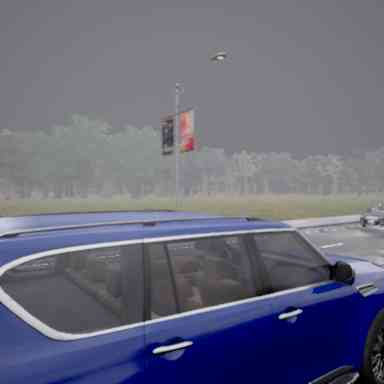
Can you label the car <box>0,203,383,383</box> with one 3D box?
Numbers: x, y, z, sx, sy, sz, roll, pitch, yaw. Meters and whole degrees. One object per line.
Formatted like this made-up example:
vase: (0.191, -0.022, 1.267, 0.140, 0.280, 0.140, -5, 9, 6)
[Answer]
car: (0.125, 1.213, 3.529, 5.566, 2.045, 2.150, 0, 0, -36)
